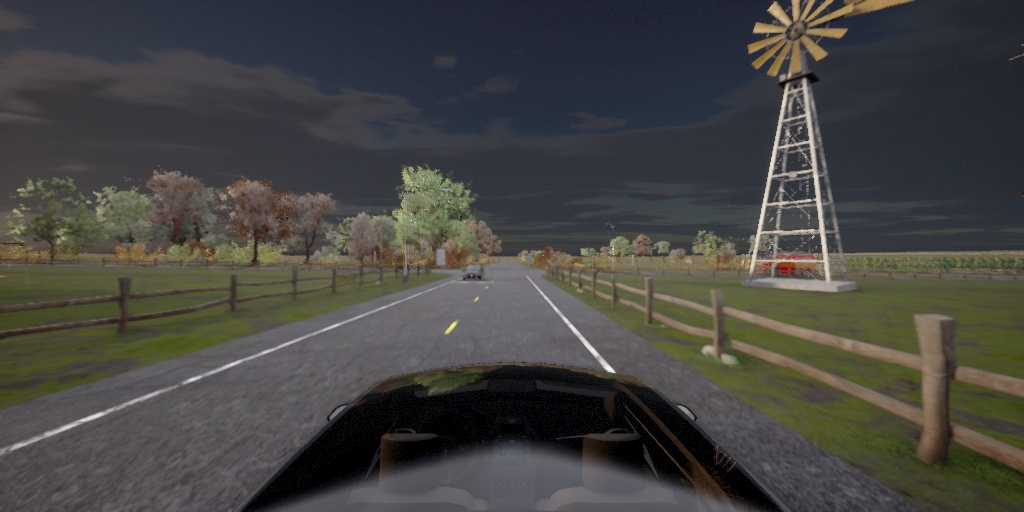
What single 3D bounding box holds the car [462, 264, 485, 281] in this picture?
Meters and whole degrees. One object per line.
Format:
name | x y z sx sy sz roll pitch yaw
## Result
car | -3.583 1.542 34.190 1.837 1.490 4.892 0 -1 0
